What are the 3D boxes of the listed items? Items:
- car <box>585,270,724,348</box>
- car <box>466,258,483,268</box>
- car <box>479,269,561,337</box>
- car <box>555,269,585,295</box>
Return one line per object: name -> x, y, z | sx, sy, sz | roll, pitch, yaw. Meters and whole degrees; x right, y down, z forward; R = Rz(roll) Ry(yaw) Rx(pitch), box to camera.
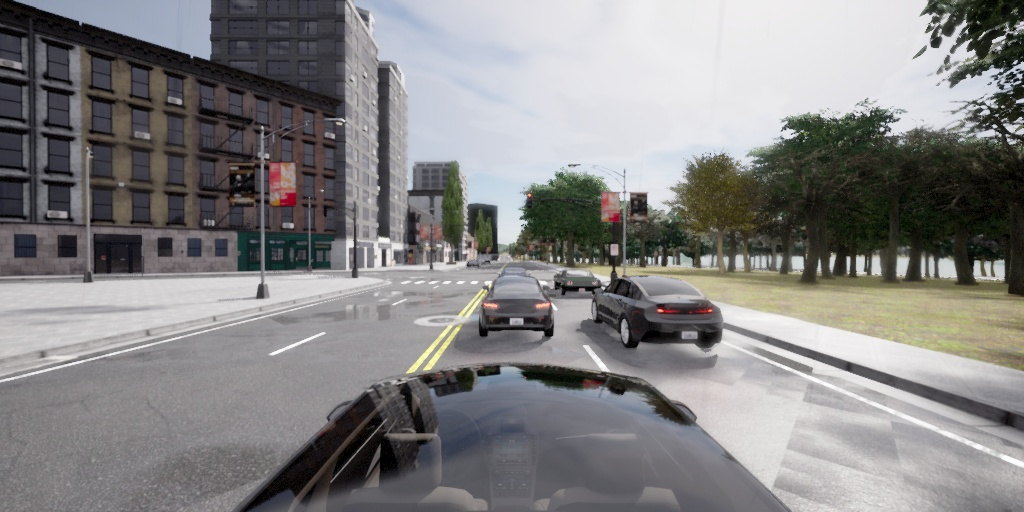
car -> 3.360, 1.252, 9.195 | 1.837, 1.490, 4.892 | 0, 0, 0
car -> -6.498, 1.285, 59.668 | 1.994, 1.385, 4.181 | 0, 0, 0
car -> 0.114, 1.272, 10.163 | 1.812, 1.442, 4.674 | 0, 0, 0
car -> 3.374, 1.344, 19.439 | 1.895, 1.301, 4.718 | 0, 0, 0
